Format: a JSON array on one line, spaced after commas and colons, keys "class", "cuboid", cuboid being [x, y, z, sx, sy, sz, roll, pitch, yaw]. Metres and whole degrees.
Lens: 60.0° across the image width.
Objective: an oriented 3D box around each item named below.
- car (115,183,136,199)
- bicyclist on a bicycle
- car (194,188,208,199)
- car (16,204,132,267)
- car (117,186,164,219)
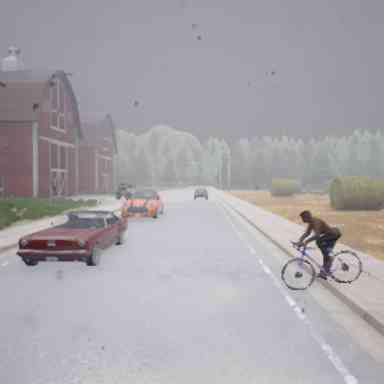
[{"class": "car", "cuboid": [-6.786, 0.025, 36.429, 1.905, 1.878, 3.866, 6, -1, -41]}, {"class": "bicyclist on a bicycle", "cuboid": [2.578, 1.160, 6.775, 1.656, 1.620, 0.582, -9, 1, 2]}, {"class": "car", "cuboid": [1.200, 0.207, 44.272, 2.033, 1.411, 5.357, 1, 1, 1]}, {"class": "car", "cuboid": [-3.380, 1.276, 10.346, 1.895, 1.301, 4.718, 0, 2, 1]}, {"class": "car", "cuboid": [-3.079, 0.693, 21.445, 2.097, 1.767, 4.553, 0, 2, 2]}]
